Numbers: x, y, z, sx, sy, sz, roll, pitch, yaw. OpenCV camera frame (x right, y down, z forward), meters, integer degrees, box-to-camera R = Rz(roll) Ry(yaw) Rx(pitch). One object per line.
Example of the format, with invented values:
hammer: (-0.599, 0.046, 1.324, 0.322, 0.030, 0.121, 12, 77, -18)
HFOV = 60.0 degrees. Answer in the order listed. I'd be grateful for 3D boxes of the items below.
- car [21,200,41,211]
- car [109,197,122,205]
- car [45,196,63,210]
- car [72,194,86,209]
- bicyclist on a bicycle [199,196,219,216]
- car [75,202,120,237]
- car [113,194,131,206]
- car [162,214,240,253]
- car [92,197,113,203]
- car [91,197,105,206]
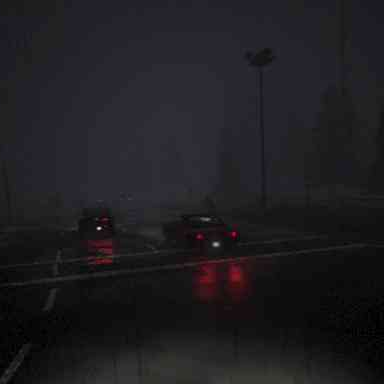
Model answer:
car: (-24.080, 1.950, 49.274, 1.882, 1.535, 5.008, -2, 0, -20)
car: (-14.624, 1.697, 63.791, 1.812, 1.442, 4.674, -2, 0, -20)
car: (-20.571, 1.599, 49.563, 2.150, 2.045, 5.566, -2, 0, -20)
car: (-17.633, 1.643, 51.962, 2.097, 1.767, 4.553, -2, 0, -20)
bicyclist on a bicycle: (1.323, 1.327, 26.513, 1.656, 1.620, 0.582, -2, 0, -8)
car: (-5.508, 1.586, 19.034, 1.837, 1.490, 4.892, -2, 0, -20)
car: (-11.514, 1.338, 55.364, 2.150, 2.045, 5.566, -2, 0, -20)
car: (0.123, 1.550, 13.707, 1.895, 1.301, 4.718, -2, 0, -19)
car: (-14.197, 1.761, 52.709, 1.994, 1.385, 4.181, -2, 0, -20)
car: (-17.333, 1.744, 61.023, 2.128, 1.511, 4.902, -2, 0, -20)
